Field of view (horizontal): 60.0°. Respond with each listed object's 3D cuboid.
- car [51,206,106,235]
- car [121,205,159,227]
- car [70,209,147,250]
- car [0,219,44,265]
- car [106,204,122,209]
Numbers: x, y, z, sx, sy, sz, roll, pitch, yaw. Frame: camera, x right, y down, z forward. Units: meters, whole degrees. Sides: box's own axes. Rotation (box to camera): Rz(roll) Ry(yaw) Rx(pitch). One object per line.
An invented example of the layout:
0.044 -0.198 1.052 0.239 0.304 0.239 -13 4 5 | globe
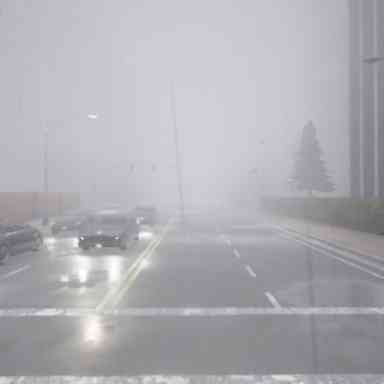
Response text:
-7.090 1.758 20.812 1.812 1.442 4.674 0 -1 0 | car
-3.580 1.764 25.109 2.128 1.511 4.902 0 -1 0 | car
-3.593 1.725 15.483 2.033 1.411 5.357 0 -1 0 | car
-7.100 1.711 12.057 1.994 1.385 4.181 0 -1 -1 | car
-7.053 1.847 29.911 1.812 1.442 4.674 0 -1 0 | car
